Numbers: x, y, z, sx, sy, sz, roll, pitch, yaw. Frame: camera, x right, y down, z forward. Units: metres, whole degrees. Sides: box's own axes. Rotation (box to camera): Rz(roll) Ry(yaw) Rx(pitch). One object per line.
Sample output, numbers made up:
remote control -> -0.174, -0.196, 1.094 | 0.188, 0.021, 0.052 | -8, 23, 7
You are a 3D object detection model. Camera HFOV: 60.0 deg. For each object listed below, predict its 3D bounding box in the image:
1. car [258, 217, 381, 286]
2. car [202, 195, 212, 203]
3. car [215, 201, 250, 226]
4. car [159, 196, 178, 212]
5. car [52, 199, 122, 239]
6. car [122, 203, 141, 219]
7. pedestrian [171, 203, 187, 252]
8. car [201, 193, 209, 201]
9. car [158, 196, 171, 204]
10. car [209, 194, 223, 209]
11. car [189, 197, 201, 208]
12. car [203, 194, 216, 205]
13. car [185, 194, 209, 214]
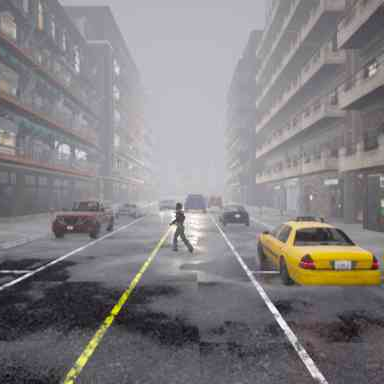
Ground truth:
car -> 3.081, 1.454, 9.297 | 1.801, 1.575, 5.366 | 0, 0, 1
car -> 3.345, 1.442, 73.220 | 1.967, 1.590, 4.097 | 1, 0, 1
car -> 2.902, 1.563, 23.110 | 1.947, 1.339, 4.313 | 1, 0, 1
car -> -2.755, 1.544, 39.270 | 2.033, 1.411, 5.357 | 0, 0, 1
car -> -5.523, 1.313, 17.649 | 2.192, 1.841, 5.009 | 1, 0, 1
car -> -5.429, 1.579, 28.785 | 1.802, 1.307, 4.206 | 1, 0, 1
pedestrian -> -0.462, 1.290, 12.145 | 0.375, 1.860, 0.375 | 1, -1, -2
car -> 3.494, 1.322, 89.923 | 2.192, 1.841, 5.009 | 1, 0, 1
car -> -5.134, 1.550, 62.191 | 2.008, 1.369, 4.403 | 1, 0, 1
car -> 3.102, 1.313, 45.381 | 2.192, 1.841, 5.009 | 1, 0, 1
car -> 0.471, 1.524, 49.967 | 1.812, 1.442, 4.674 | 0, 0, 1
car -> 3.249, 1.315, 62.084 | 2.192, 1.841, 5.009 | 1, 0, 1
car -> 0.399, 1.218, 35.914 | 2.150, 2.045, 5.566 | 0, 0, 1
